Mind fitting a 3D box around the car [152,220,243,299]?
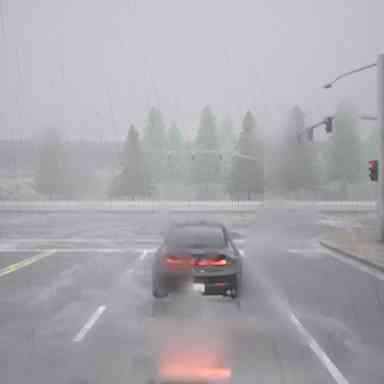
[{"bbox_3d":[0.172,1.470,8.400,1.837,1.490,4.892,0,0,2],"label":"car"}]
